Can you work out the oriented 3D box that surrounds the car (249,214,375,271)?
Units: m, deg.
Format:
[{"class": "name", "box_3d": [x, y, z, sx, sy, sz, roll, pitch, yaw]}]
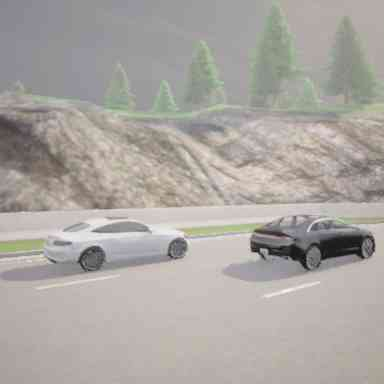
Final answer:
[{"class": "car", "box_3d": [4.074, 1.488, 10.902, 4.902, 1.511, 2.128, 0, 0, -34]}]

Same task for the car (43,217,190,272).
[{"class": "car", "box_3d": [-2.246, 1.523, 10.757, 4.674, 1.442, 1.812, 0, 0, -35]}]
